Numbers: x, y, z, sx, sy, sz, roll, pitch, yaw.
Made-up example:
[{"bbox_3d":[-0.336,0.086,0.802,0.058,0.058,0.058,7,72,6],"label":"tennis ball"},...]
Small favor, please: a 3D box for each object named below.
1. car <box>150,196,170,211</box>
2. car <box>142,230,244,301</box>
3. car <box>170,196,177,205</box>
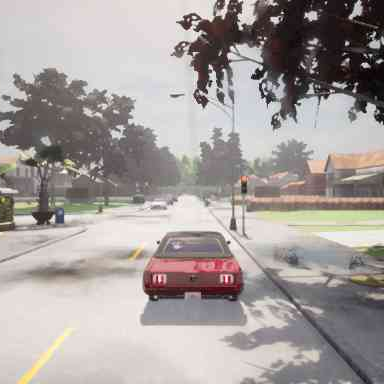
[{"bbox_3d":[-4.146,1.526,41.793,1.812,1.442,4.674,0,0,0],"label":"car"},{"bbox_3d":[0.042,1.601,8.252,1.895,1.301,4.718,0,0,1],"label":"car"},{"bbox_3d":[-4.151,1.488,56.718,2.128,1.511,4.902,0,0,0],"label":"car"}]
